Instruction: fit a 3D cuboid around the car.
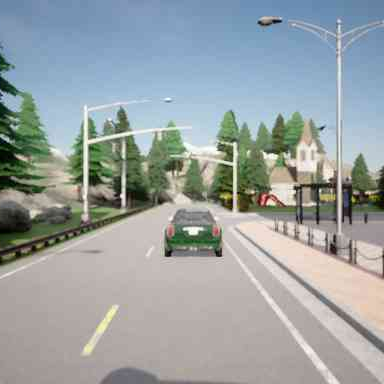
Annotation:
[{"bbox_3d":[0.063,1.418,13.588,2.097,1.767,4.553,0,0,0],"label":"car"}]
